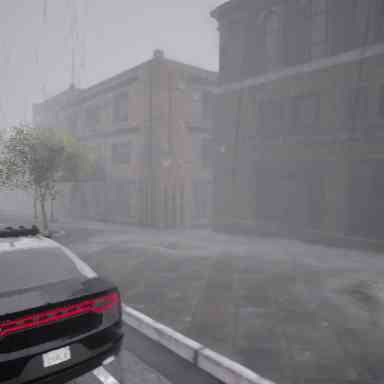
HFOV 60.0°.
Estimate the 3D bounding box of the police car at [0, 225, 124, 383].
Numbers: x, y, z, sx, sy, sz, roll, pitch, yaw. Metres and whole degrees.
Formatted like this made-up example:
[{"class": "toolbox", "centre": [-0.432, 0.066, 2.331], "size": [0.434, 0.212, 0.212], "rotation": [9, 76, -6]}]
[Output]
[{"class": "police car", "centre": [-2.971, 1.369, 5.132], "size": [1.930, 1.638, 5.238], "rotation": [-3, 2, -40]}]
